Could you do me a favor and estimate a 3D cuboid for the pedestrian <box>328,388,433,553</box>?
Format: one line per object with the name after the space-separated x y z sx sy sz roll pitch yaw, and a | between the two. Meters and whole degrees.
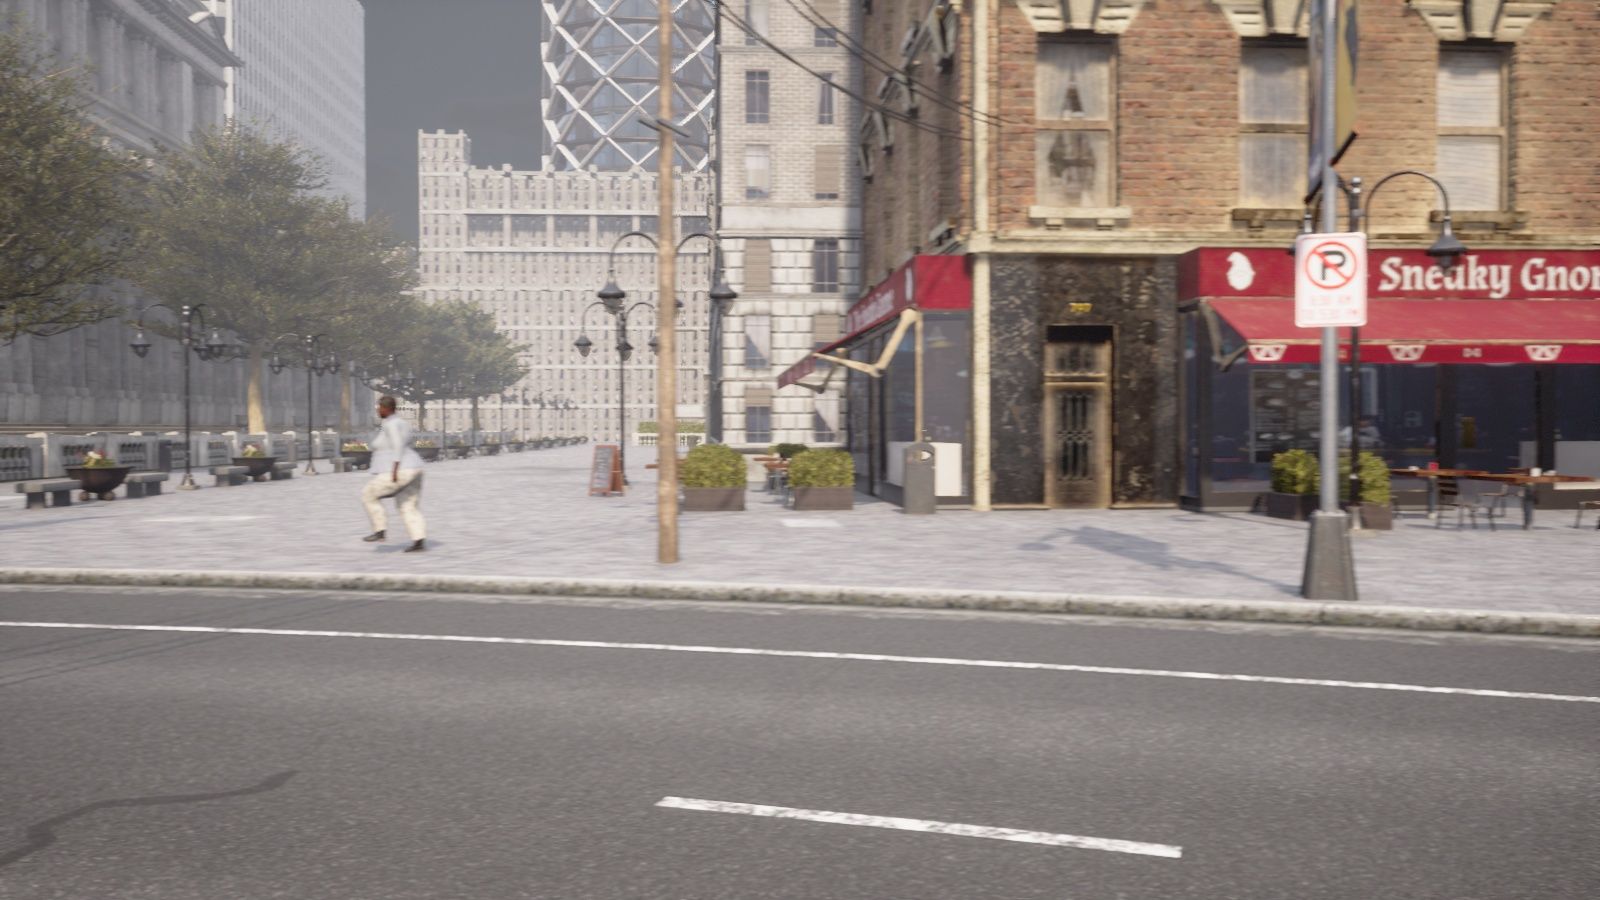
-4.837 0.222 14.535 0.900 1.855 0.874 0 1 3 | pedestrian
